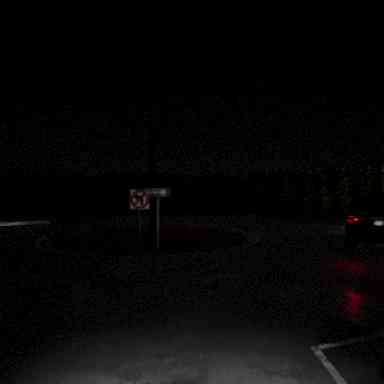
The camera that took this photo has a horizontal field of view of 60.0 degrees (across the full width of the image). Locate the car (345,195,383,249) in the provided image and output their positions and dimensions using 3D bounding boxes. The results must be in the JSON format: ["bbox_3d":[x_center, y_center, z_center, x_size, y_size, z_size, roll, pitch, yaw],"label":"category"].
[{"bbox_3d":[7.656,1.146,13.728,2.150,2.045,5.566,1,1,29],"label":"car"}]

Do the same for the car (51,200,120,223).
[{"bbox_3d":[-7.781,1.358,24.538,4.902,1.511,2.128,0,0,-34],"label":"car"}]
